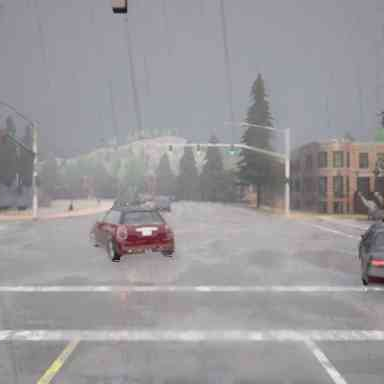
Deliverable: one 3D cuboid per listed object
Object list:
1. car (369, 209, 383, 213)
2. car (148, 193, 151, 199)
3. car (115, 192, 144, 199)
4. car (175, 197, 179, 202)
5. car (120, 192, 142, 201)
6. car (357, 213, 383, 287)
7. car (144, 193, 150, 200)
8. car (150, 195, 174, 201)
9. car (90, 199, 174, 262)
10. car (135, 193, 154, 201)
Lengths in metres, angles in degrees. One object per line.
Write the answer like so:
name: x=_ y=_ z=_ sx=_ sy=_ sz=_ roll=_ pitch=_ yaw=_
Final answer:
car: x=14.557 y=1.470 z=22.586 sx=4.892 sy=1.490 sz=1.837 roll=-1 pitch=0 yaw=0
car: x=-10.786 y=1.257 z=67.593 sx=2.097 sy=1.767 sz=4.553 roll=0 pitch=0 yaw=-35
car: x=-6.715 y=1.168 z=34.896 sx=2.150 sy=2.045 sz=5.566 roll=0 pitch=0 yaw=-1
car: x=-4.741 y=1.436 z=71.116 sx=2.033 sy=1.411 sz=5.357 roll=0 pitch=0 yaw=-35
car: x=-14.134 y=1.007 z=76.942 sx=5.566 sy=2.045 sz=2.150 roll=0 pitch=0 yaw=43
car: x=5.522 y=1.535 z=8.866 sx=2.033 sy=1.411 sz=5.357 roll=0 pitch=0 yaw=27
car: x=-9.093 y=1.411 z=56.137 sx=2.128 sy=1.511 sz=4.902 roll=0 pitch=0 yaw=-18
car: x=-3.269 y=1.448 z=37.340 sx=1.837 sy=1.490 sz=4.892 roll=0 pitch=1 yaw=-1
car: x=-2.407 y=1.333 z=12.539 sx=2.097 sy=1.767 sz=4.553 roll=0 pitch=0 yaw=-27
car: x=-11.293 y=1.092 z=79.068 sx=4.553 sy=1.767 sz=2.097 roll=0 pitch=0 yaw=43
